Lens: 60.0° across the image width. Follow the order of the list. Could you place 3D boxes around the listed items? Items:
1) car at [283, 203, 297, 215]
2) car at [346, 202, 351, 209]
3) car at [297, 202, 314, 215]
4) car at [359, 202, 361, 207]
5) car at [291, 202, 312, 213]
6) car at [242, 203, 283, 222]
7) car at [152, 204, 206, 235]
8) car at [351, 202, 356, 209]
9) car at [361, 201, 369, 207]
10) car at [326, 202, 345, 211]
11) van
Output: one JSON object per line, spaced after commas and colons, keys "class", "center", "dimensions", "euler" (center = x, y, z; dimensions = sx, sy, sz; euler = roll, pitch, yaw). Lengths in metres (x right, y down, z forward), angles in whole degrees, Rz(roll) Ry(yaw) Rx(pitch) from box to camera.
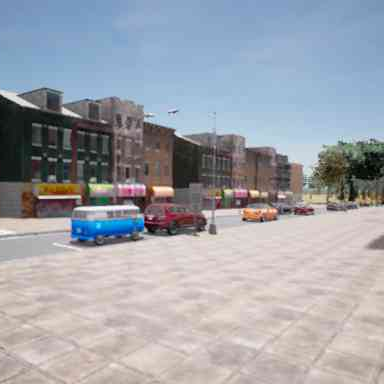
{"class": "car", "center": [11.467, 2.123, 43.393], "dimensions": [2.128, 1.511, 4.902], "euler": [2, 0, 36]}
{"class": "car", "center": [27.214, 2.594, 61.015], "dimensions": [2.008, 1.369, 4.403], "euler": [1, -1, 36]}
{"class": "car", "center": [14.646, 2.266, 43.418], "dimensions": [1.887, 1.381, 4.507], "euler": [1, 0, 36]}
{"class": "car", "center": [33.497, 2.764, 69.813], "dimensions": [2.008, 1.369, 4.403], "euler": [1, -1, 36]}
{"class": "car", "center": [16.804, 2.290, 50.957], "dimensions": [1.812, 1.442, 4.674], "euler": [2, 0, 36]}
{"class": "car", "center": [6.642, 1.880, 31.991], "dimensions": [2.097, 1.767, 4.553], "euler": [2, 0, 36]}
{"class": "car", "center": [-1.060, 1.663, 21.424], "dimensions": [2.192, 1.841, 5.009], "euler": [1, 0, 36]}
{"class": "car", "center": [30.355, 2.672, 65.414], "dimensions": [1.887, 1.381, 4.507], "euler": [1, -1, 36]}
{"class": "car", "center": [42.922, 3.021, 83.011], "dimensions": [1.887, 1.381, 4.507], "euler": [1, -1, 36]}
{"class": "car", "center": [24.072, 2.527, 56.616], "dimensions": [1.947, 1.339, 4.313], "euler": [1, -1, 36]}
{"class": "van", "center": [-4.202, 1.618, 17.025], "dimensions": [1.690, 1.788, 3.998], "euler": [1, 0, 36]}
